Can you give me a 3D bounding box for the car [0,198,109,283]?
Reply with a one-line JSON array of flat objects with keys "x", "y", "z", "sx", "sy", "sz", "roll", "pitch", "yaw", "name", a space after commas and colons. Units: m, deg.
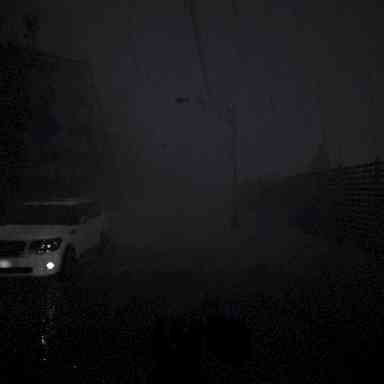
[{"x": -4.100, "y": 1.221, "z": 10.034, "sx": 2.150, "sy": 2.045, "sz": 5.566, "roll": 0, "pitch": 0, "yaw": 0, "name": "car"}]
